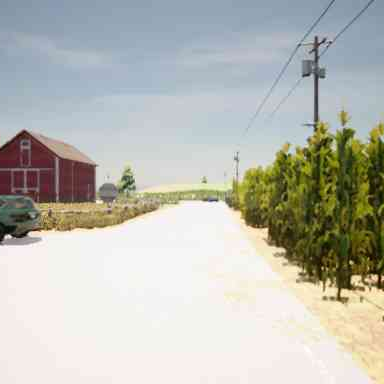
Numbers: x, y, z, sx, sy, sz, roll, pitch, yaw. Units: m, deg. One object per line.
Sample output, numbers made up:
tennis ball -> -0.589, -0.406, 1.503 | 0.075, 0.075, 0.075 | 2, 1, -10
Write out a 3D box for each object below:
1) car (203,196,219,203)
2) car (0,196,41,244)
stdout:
car -> 3.712, 1.436, 66.787 | 1.994, 1.385, 4.181 | 0, 0, -20
car -> -9.770, 1.192, 14.976 | 5.566, 2.045, 2.150 | 0, 0, 3
